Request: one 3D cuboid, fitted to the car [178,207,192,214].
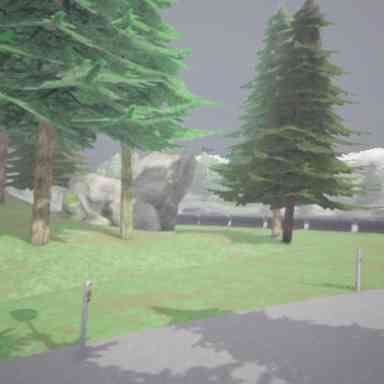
[{"bbox_3d":[-3.181,2.935,43.824,5.566,2.045,2.150,-2,-4,37],"label":"car"}]

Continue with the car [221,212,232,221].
[{"bbox_3d":[4.335,3.784,51.268,4.892,1.490,1.837,-2,-4,37],"label":"car"}]

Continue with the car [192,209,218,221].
[{"bbox_3d":[0.762,3.382,45.211,4.674,1.442,1.812,-2,-4,37],"label":"car"}]

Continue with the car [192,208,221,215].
[{"bbox_3d":[1.032,3.337,49.398,5.566,2.045,2.150,-2,-4,37],"label":"car"}]
